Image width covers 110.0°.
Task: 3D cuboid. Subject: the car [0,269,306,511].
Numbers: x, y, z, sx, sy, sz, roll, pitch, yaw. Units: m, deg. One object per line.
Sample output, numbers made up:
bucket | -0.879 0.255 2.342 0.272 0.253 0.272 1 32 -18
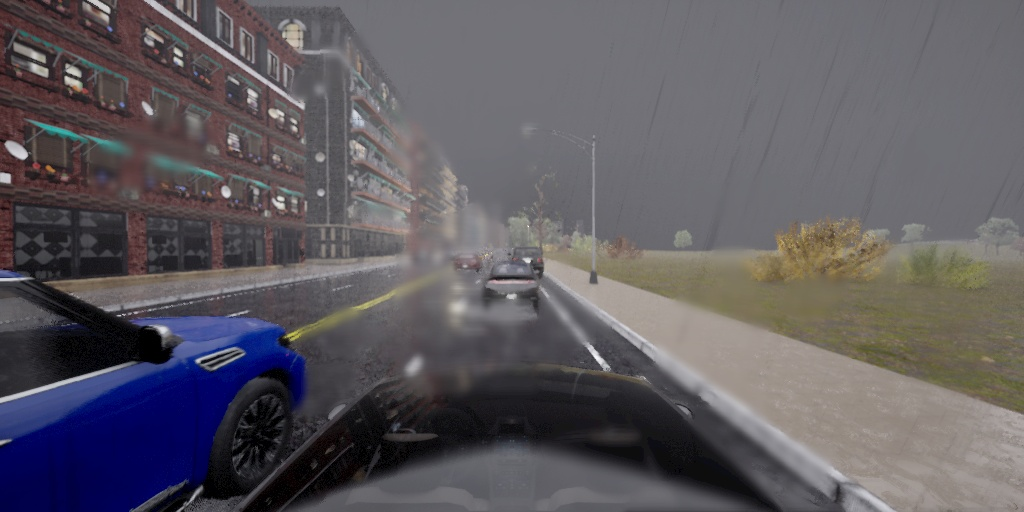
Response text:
car | -3.140 0.983 1.243 2.150 2.045 5.566 0 2 -1

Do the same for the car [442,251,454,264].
car | -7.021 0.136 42.766 2.033 1.411 5.357 0 2 -1

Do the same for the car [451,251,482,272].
car | -3.427 0.508 28.905 1.812 1.442 4.674 0 2 -1

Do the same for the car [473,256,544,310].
car | -0.011 0.925 12.910 2.128 1.511 4.902 0 1 -1

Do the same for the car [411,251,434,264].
car | -10.256 0.130 41.403 1.837 1.490 4.892 0 2 -1

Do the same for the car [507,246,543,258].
car | 0.910 0.344 24.156 2.150 2.045 5.566 0 2 -1
